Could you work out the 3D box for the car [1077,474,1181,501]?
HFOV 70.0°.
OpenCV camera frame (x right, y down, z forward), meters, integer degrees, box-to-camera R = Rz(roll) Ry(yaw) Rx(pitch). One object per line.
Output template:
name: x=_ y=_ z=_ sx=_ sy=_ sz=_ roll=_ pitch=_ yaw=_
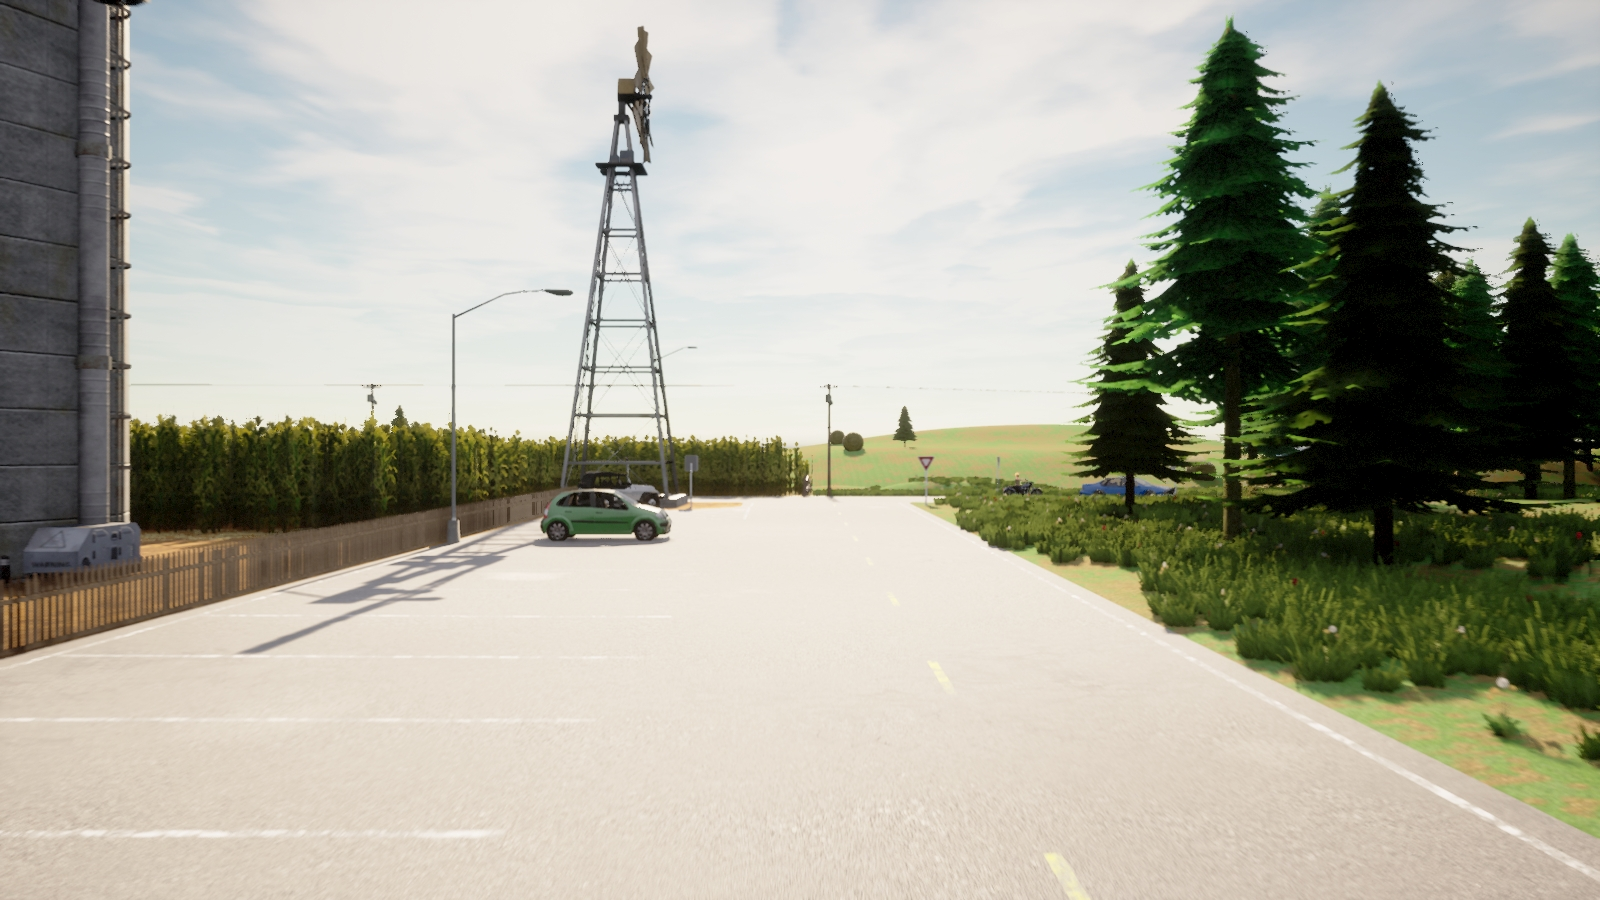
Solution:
car: x=18.811 y=2.106 z=65.512 sx=5.357 sy=1.411 sz=2.033 roll=0 pitch=0 yaw=37
